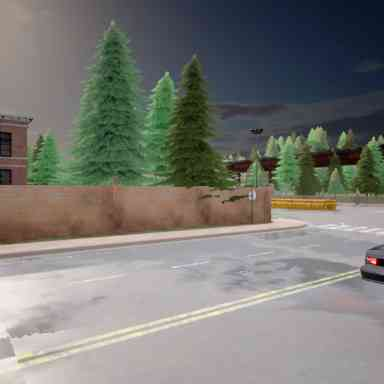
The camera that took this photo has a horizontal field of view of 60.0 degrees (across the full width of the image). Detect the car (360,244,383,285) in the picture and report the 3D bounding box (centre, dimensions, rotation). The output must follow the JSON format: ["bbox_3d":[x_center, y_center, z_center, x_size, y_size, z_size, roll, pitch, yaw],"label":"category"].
[{"bbox_3d":[6.300,1.547,8.225,5.357,1.411,2.033,0,0,-35],"label":"car"}]
